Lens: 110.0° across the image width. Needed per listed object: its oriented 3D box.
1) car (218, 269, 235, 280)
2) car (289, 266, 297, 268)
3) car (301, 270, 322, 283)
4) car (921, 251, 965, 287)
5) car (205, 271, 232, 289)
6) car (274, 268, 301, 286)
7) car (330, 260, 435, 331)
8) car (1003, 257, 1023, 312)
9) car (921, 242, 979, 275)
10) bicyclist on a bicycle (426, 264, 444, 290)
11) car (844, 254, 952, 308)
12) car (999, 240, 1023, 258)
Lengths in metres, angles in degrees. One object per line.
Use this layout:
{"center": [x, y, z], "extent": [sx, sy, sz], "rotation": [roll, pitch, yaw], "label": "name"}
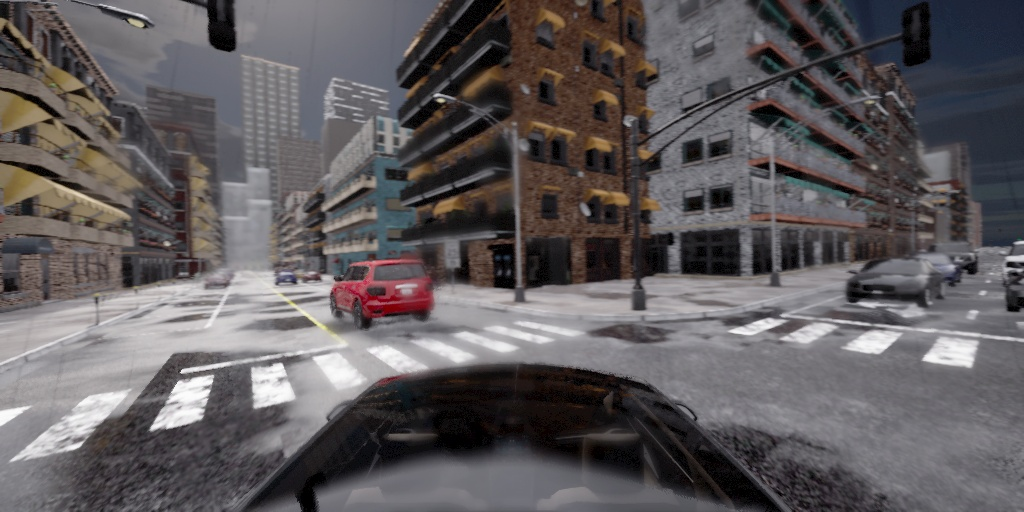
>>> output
{"center": [-32.782, 2.553, 40.321], "extent": [1.967, 1.591, 4.097], "rotation": [0, 0, -37], "label": "car"}
{"center": [-29.535, 2.570, 49.919], "extent": [1.751, 1.417, 4.829], "rotation": [0, 0, -37], "label": "car"}
{"center": [-22.731, 2.341, 40.810], "extent": [1.802, 1.307, 4.207], "rotation": [0, 0, -37], "label": "car"}
{"center": [20.814, 0.659, 17.876], "extent": [4.674, 1.442, 1.812], "rotation": [-1, 0, -36], "label": "car"}
{"center": [-29.431, 2.552, 35.835], "extent": [1.802, 1.307, 4.207], "rotation": [0, 0, -37], "label": "car"}
{"center": [-23.983, 2.314, 38.053], "extent": [1.812, 1.442, 4.674], "rotation": [-2, 0, -36], "label": "car"}
{"center": [-4.643, 1.187, 12.400], "extent": [2.150, 2.045, 5.566], "rotation": [-2, 0, -38], "label": "car"}
{"center": [15.548, 0.847, 10.073], "extent": [4.181, 1.385, 1.994], "rotation": [-2, 0, -36], "label": "car"}
{"center": [29.301, 0.134, 23.974], "extent": [5.566, 2.045, 2.150], "rotation": [-1, 0, -36], "label": "car"}
{"center": [-4.915, 1.326, 21.826], "extent": [1.656, 1.620, 0.582], "rotation": [-2, 0, -37], "label": "bicyclist on a bicycle"}
{"center": [13.332, 0.835, 12.445], "extent": [4.892, 1.490, 1.837], "rotation": [-1, 0, -34], "label": "car"}
{"center": [22.932, 0.311, 15.401], "extent": [5.566, 2.045, 2.150], "rotation": [-1, 0, -36], "label": "car"}
